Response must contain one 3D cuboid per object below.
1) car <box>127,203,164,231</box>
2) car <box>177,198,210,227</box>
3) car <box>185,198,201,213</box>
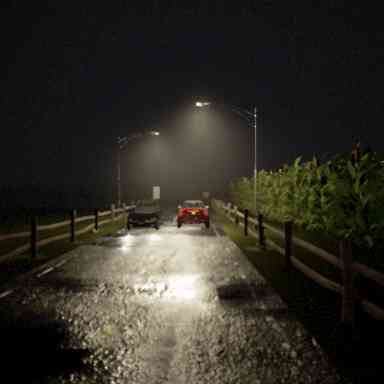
[{"bbox_3d":[-2.849,1.492,21.103,1.882,1.535,5.008,0,0,0],"label":"car"},{"bbox_3d":[0.101,1.367,23.114,2.097,1.767,4.553,0,0,0],"label":"car"},{"bbox_3d":[0.104,1.534,39.239,1.837,1.490,4.892,0,0,0],"label":"car"}]
